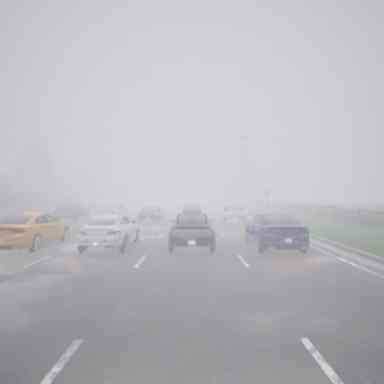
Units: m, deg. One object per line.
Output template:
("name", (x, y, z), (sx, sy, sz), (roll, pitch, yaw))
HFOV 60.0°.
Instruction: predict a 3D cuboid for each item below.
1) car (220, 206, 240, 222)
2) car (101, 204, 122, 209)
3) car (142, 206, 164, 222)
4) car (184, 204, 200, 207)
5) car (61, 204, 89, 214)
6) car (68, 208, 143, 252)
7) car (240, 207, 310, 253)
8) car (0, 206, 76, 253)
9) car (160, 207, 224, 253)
("car", (3.498, 1.875, 29.100), (1.895, 1.301, 4.718), (0, 0, 0))
("car", (-6.999, 1.802, 29.375), (1.812, 1.442, 4.674), (0, 0, 0))
("car", (-3.502, 1.875, 29.099), (1.895, 1.301, 4.718), (0, 0, 0))
("car", (0.001, 1.755, 29.483), (1.882, 1.535, 5.008), (0, 0, 0))
("car", (-10.500, 1.768, 29.284), (2.128, 1.511, 4.902), (0, 0, 0))
("car", (-3.497, 1.662, 14.376), (1.812, 1.442, 4.674), (0, 0, 0))
("car", (3.503, 1.615, 14.484), (1.882, 1.535, 5.008), (0, 0, 0))
("car", (-6.997, 1.615, 14.482), (1.882, 1.535, 5.008), (0, 0, 0))
("car", (0.002, 1.628, 14.293), (2.128, 1.511, 4.902), (0, 0, 0))
